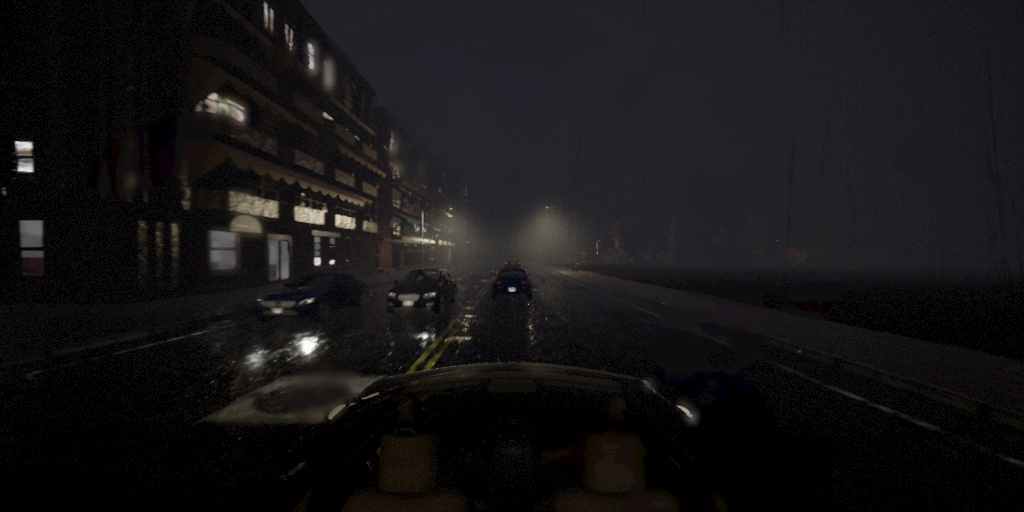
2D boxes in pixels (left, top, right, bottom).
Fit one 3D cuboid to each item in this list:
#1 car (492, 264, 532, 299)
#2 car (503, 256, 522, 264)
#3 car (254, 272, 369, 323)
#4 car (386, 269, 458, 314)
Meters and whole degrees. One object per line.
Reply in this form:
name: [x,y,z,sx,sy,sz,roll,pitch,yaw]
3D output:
car: [-0.005,1.289,17.941,1.812,1.442,4.674,0,0,0]
car: [0.068,1.005,45.857,2.150,2.045,5.566,0,0,0]
car: [-6.549,1.284,12.375,1.812,1.442,4.674,0,0,1]
car: [-3.286,1.252,13.881,2.128,1.511,4.902,0,0,1]
